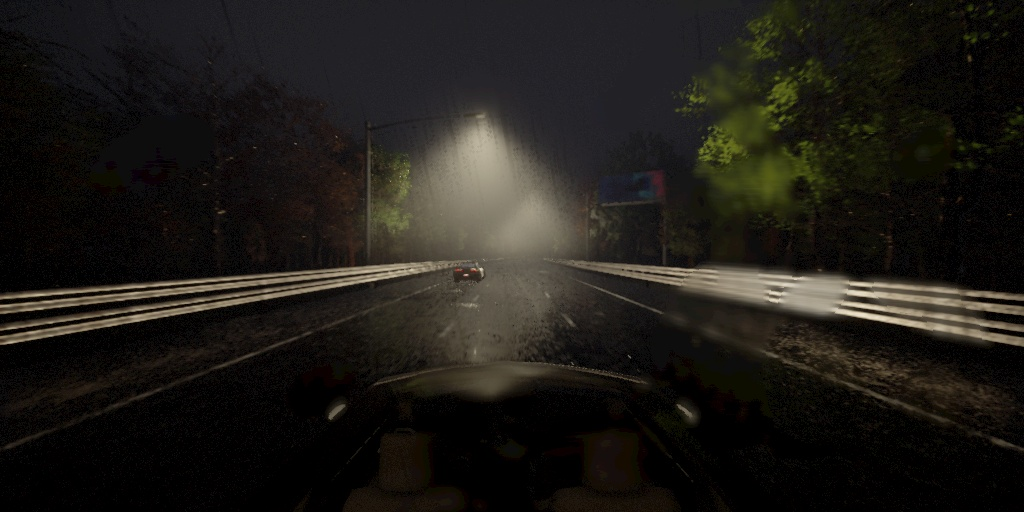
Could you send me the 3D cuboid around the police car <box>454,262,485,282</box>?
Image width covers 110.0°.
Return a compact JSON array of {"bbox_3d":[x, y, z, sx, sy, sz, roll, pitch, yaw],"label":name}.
[{"bbox_3d":[-3.332,1.262,28.842,2.038,1.542,4.974,0,0,1],"label":"police car"}]
